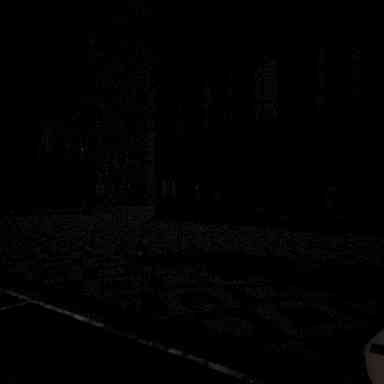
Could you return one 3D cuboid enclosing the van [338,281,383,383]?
[{"bbox_3d":[2.593,1.345,1.131,3.998,1.788,1.690,0,0,36],"label":"van"}]
